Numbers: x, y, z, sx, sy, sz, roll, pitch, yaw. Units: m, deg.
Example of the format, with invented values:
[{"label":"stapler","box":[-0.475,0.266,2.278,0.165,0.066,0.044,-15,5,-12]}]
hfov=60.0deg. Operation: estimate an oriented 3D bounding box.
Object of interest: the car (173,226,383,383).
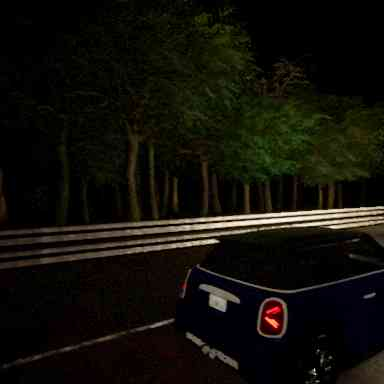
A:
[{"label":"car","box":[2.036,1.330,5.191,4.553,1.767,2.097,0,0,-35]}]
